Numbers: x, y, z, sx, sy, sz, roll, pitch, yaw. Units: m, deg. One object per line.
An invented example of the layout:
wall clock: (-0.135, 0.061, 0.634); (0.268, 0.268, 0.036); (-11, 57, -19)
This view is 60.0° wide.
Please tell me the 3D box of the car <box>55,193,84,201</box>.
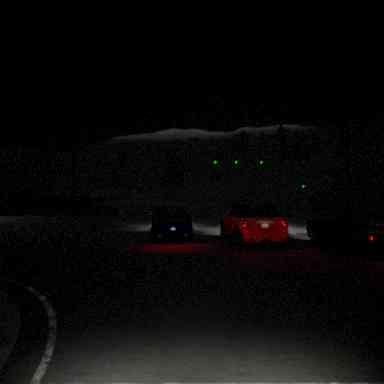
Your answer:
car: (-24.879, 1.408, 68.184); (5.357, 1.411, 2.033); (0, 0, 30)

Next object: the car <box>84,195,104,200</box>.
car: (-24.633, 1.343, 83.809); (4.718, 1.301, 1.895); (0, 0, 23)

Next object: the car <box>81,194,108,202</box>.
car: (-20.299, 1.452, 69.301); (4.718, 1.301, 1.895); (0, 0, 37)

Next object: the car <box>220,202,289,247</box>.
car: (2.613, 1.309, 15.002); (2.097, 1.767, 4.553); (0, 0, -6)

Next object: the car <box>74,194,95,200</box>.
car: (-26.037, 1.266, 80.603); (4.892, 1.490, 1.837); (0, 0, 23)

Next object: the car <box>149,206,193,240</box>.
car: (-1.113, 1.436, 16.824); (1.882, 1.535, 5.008); (0, 0, -7)

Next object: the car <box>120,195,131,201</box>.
car: (-17.039, 1.361, 75.553); (4.902, 1.511, 2.128); (0, 0, 33)

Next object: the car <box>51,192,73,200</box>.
car: (-29.254, 1.160, 74.364); (4.553, 1.767, 2.097); (0, 0, 19)

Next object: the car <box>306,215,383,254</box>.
car: (6.340, 1.556, 13.261); (1.895, 1.301, 4.718); (0, 0, -5)

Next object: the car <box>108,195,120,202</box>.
car: (-18.631, 1.325, 72.410); (5.008, 1.535, 1.882); (0, 0, 33)

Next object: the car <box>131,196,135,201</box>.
car: (-15.774, 1.421, 78.942); (4.718, 1.301, 1.895); (0, 0, 33)
